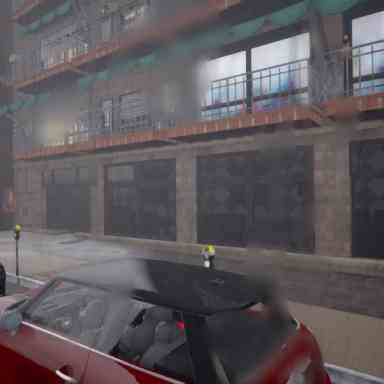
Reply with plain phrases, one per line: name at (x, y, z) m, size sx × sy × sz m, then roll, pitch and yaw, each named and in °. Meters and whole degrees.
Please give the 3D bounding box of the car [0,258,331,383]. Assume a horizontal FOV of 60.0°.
car at (-0.830, 1.441, 3.482) m, size 4.097 × 1.590 × 1.967 m, roll 0°, pitch -1°, yaw 36°
